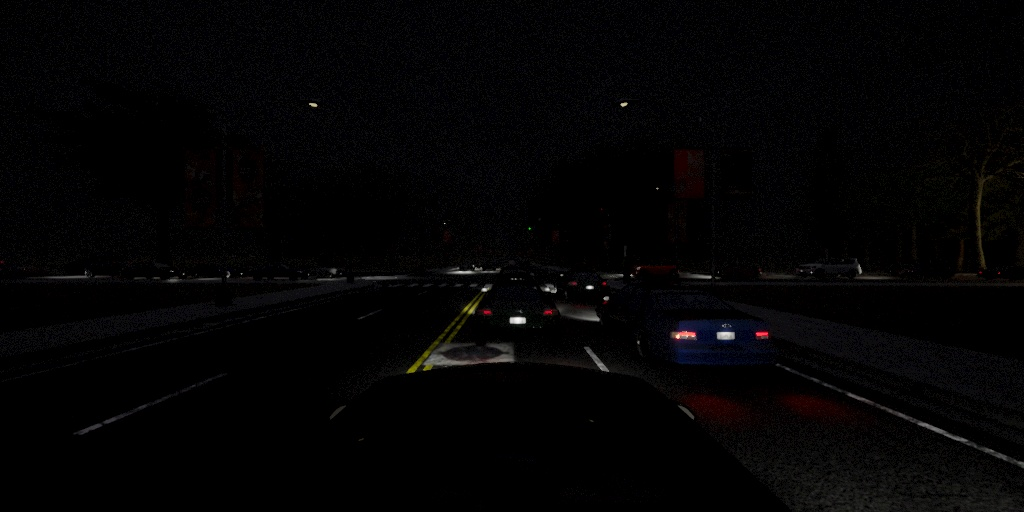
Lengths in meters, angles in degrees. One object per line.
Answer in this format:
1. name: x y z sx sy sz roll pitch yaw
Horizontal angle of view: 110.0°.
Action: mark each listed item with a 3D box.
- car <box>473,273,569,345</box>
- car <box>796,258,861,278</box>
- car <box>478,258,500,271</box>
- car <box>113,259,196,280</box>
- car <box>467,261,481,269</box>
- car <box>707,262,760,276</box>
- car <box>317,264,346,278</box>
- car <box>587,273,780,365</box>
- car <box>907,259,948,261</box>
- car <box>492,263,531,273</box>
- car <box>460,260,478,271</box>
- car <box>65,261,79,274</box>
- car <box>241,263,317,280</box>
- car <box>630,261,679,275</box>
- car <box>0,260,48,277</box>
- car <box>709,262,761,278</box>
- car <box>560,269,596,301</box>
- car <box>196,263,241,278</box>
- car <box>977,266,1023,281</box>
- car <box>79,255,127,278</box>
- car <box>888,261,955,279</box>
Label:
1. car: 0.107 1.318 9.497 1.994 1.385 4.181 0 0 0
2. car: 32.678 1.219 37.046 5.566 2.045 2.150 0 0 0
3. car: -3.323 1.447 53.072 2.033 1.411 5.357 0 0 0
4. car: -29.711 1.234 29.877 4.674 1.442 1.812 0 0 -1
5. car: -6.548 1.516 61.981 1.994 1.385 4.181 0 0 0
6. car: 24.806 1.463 40.237 4.892 1.490 1.837 0 0 -1
7. car: -18.075 1.355 33.236 4.718 1.301 1.895 0 0 -1
8. car: 3.354 1.300 8.147 2.033 1.411 5.357 0 0 0
9. car: 45.928 1.315 40.344 5.566 2.045 2.150 0 0 0
10. car: 0.096 1.279 18.482 1.837 1.490 4.892 0 0 -1
11. car: -6.572 1.391 53.060 2.128 1.511 4.902 0 0 0
12. car: -45.692 0.898 39.671 5.566 2.045 2.150 0 0 0
13. car: -19.388 1.271 29.983 4.674 1.442 1.812 0 0 -2
14. car: 14.601 1.254 36.897 4.553 1.767 2.097 0 0 -1
15. car: -46.027 1.267 33.006 4.718 1.301 1.895 0 0 0
16. car: 23.235 1.510 36.990 4.181 1.385 1.994 0 0 -2
17. car: 3.358 1.335 17.525 1.994 1.385 4.181 0 0 0
18. car: -27.216 1.322 33.151 4.718 1.301 1.895 0 0 -1
19. car: 47.301 1.644 33.714 5.357 1.411 2.033 0 0 -1
20. car: -36.177 1.044 33.073 4.553 1.767 2.097 0 0 0
21. car: 42.660 1.556 37.096 4.902 1.511 2.128 0 0 0
